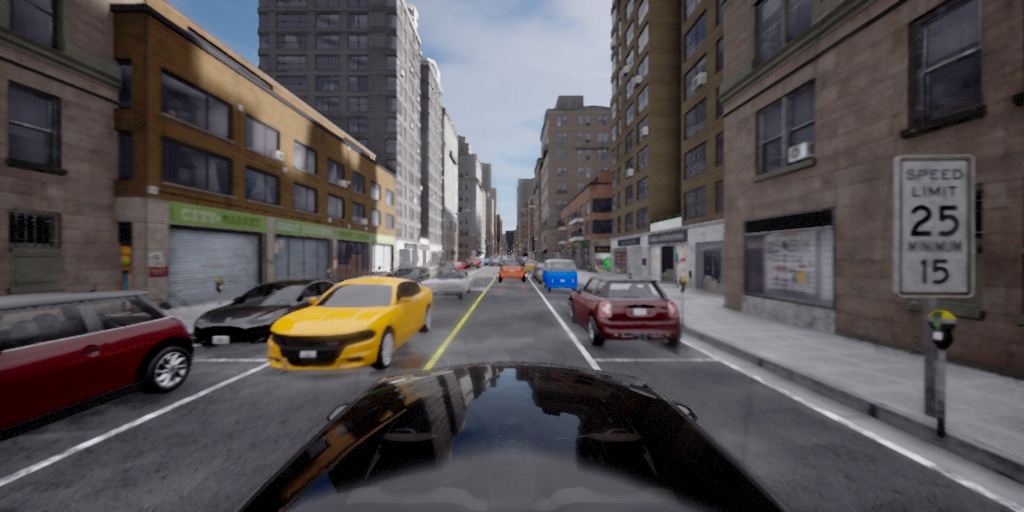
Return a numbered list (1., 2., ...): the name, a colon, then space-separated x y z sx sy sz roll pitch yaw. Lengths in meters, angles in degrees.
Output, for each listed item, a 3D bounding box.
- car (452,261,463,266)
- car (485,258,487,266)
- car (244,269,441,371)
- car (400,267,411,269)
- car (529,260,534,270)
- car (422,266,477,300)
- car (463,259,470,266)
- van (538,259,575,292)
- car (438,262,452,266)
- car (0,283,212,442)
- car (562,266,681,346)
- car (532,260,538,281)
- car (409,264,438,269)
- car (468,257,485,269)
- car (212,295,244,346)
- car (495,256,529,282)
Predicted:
1. car: -5.861 1.292 32.072 1.948 1.339 4.313 0 0 0
2. car: -5.865 1.246 60.413 2.007 1.370 4.403 0 0 0
3. car: -3.100 1.224 7.960 1.882 1.535 5.008 0 0 0
4. car: -5.859 1.323 15.068 1.802 1.307 4.207 0 0 0
5. car: 2.665 1.278 32.082 2.007 1.370 4.403 0 0 0
6. car: -3.094 1.340 17.879 1.895 1.301 4.718 0 0 0
7. car: -5.862 1.266 37.740 1.888 1.381 4.507 0 0 0
8. van: 2.666 1.078 20.743 1.690 1.789 3.998 0 0 0
9. car: -5.860 1.257 26.234 1.751 1.417 4.829 0 0 0
10. car: -5.857 1.188 3.731 1.967 1.591 4.097 0 0 0
11. car: 2.668 1.185 9.404 1.967 1.591 4.097 0 0 0
12. car: 2.665 1.258 26.582 1.751 1.417 4.829 0 0 0
13. car: -5.860 1.302 20.736 1.948 1.339 4.313 0 0 0
14. car: -5.864 1.016 54.746 2.192 1.841 5.009 0 0 0
15. car: -5.858 1.311 9.399 1.948 1.339 4.313 0 0 0
16. car: 0.006 1.082 29.019 2.097 1.767 4.553 0 0 0
